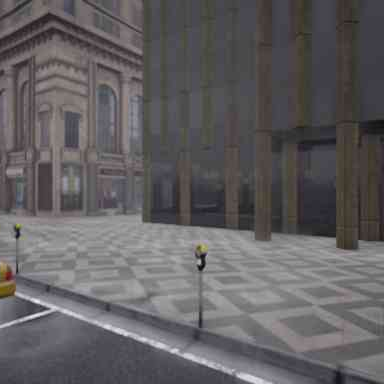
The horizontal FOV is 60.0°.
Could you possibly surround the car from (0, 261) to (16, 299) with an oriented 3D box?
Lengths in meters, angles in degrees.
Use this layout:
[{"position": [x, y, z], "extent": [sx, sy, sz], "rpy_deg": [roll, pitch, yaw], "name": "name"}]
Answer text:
[{"position": [-5.540, 1.479, 6.945], "extent": [4.829, 1.417, 1.752], "rpy_deg": [0, 0, 36], "name": "car"}]
